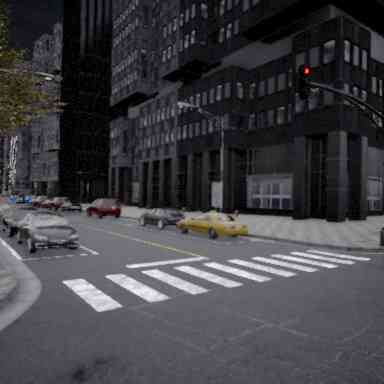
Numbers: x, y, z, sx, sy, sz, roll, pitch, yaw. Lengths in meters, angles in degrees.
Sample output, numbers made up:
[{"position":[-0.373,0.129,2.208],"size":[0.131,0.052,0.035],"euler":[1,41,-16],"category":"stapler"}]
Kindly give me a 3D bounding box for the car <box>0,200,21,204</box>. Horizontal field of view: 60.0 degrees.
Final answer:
[{"position":[-15.382,1.586,26.894],"size":[1.802,1.307,4.206],"euler":[2,-1,-35],"category":"car"}]

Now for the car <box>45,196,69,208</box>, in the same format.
[{"position":[-17.945,1.581,45.331],"size":[2.192,1.841,5.009],"euler":[2,-1,-35],"category":"car"}]

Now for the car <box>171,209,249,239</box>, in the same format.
[{"position":[1.012,1.718,18.435],"size":[1.752,1.417,4.829],"euler":[2,-1,-35],"category":"car"}]

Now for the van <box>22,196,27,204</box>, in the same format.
[{"position":[-30.652,1.660,63.352],"size":[1.690,1.788,3.998],"euler":[2,-1,-35],"category":"van"}]

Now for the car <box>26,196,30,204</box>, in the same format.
[{"position":[-27.479,1.850,58.844],"size":[1.887,1.381,4.507],"euler":[2,-1,-35],"category":"car"}]

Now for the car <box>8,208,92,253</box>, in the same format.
[{"position":[-5.851,1.519,13.378],"size":[2.008,1.369,4.403],"euler":[2,-1,-35],"category":"car"}]

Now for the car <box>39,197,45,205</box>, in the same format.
[{"position":[-21.126,1.823,49.833],"size":[1.887,1.381,4.507],"euler":[2,-1,-35],"category":"car"}]

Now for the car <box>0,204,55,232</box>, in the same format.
[{"position":[-9.028,1.546,17.883],"size":[1.947,1.339,4.313],"euler":[2,-1,-35],"category":"car"}]

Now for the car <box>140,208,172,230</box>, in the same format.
[{"position":[-2.067,1.754,22.801],"size":[2.008,1.369,4.403],"euler":[2,-1,-35],"category":"car"}]

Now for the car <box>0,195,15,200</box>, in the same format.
[{"position":[-18.553,1.331,31.404],"size":[2.192,1.841,5.009],"euler":[2,-1,-35],"category":"car"}]

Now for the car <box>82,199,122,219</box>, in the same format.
[{"position":[-8.416,1.542,31.815],"size":[2.192,1.841,5.009],"euler":[2,-1,-35],"category":"car"}]

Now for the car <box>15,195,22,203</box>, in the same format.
[{"position":[-37.010,1.912,72.360],"size":[1.947,1.339,4.313],"euler":[2,-1,-35],"category":"car"}]

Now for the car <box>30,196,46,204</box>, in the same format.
[{"position":[-24.298,1.607,54.342],"size":[2.192,1.841,5.009],"euler":[2,-1,-35],"category":"car"}]

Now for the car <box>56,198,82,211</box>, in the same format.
[{"position":[-14.774,1.818,40.822],"size":[1.947,1.339,4.313],"euler":[2,-1,-35],"category":"car"}]
